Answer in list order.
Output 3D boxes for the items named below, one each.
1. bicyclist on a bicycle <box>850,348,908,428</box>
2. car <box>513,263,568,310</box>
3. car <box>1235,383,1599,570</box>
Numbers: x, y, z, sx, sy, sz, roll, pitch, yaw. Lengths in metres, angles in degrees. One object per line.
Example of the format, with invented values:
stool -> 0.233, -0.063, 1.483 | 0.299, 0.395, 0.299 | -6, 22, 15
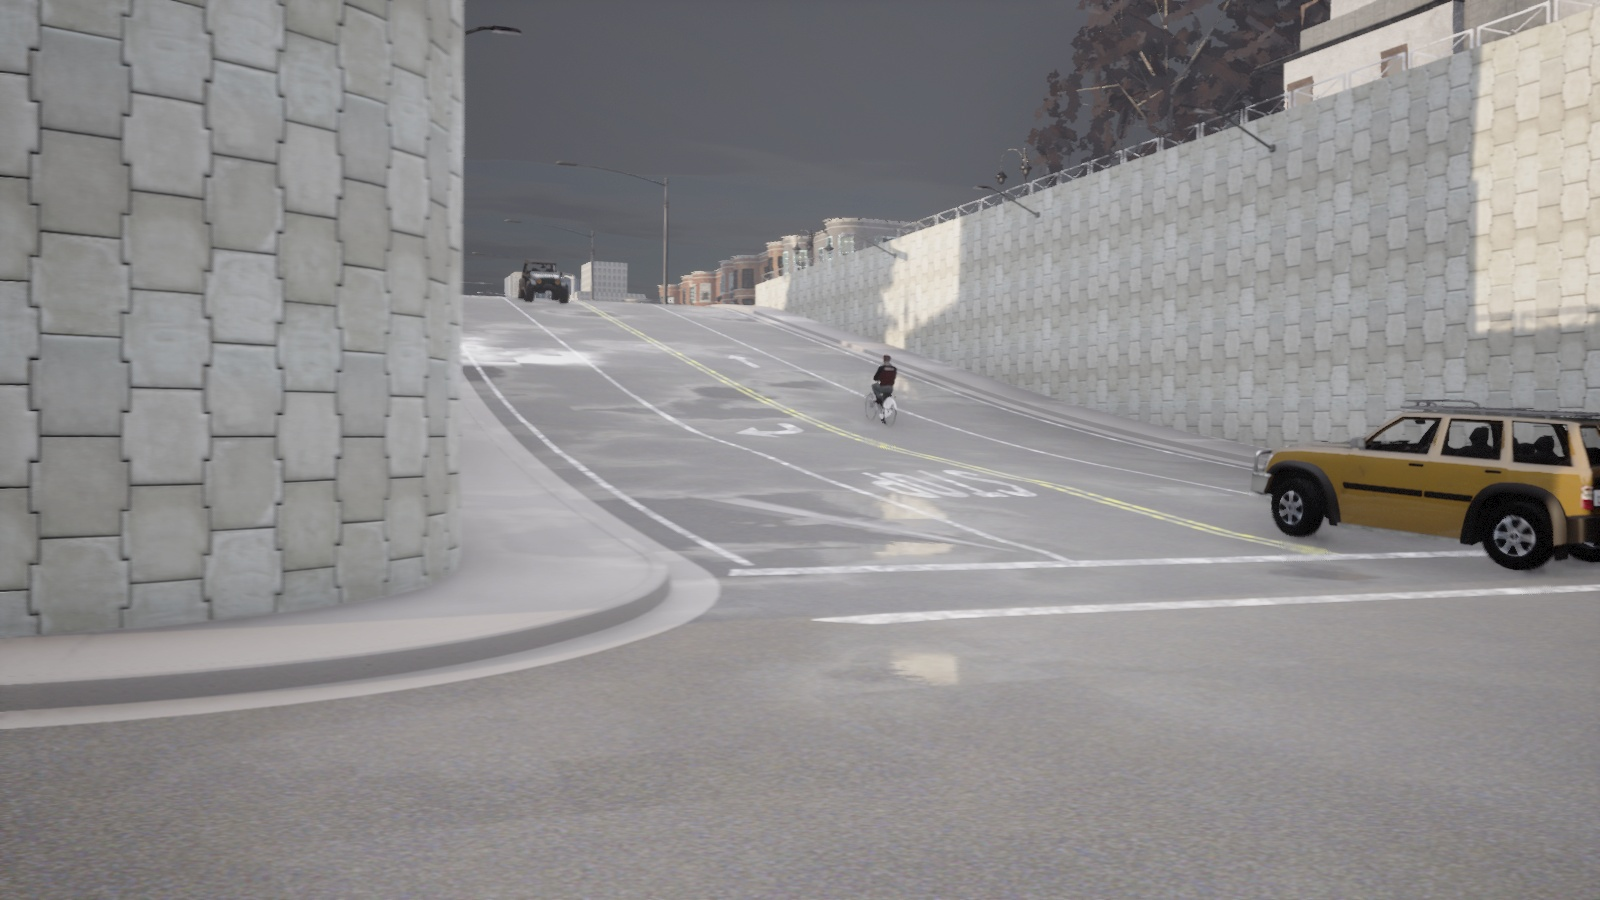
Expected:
bicyclist on a bicycle -> 1.946, -1.558, 31.161 | 0.659, 1.776, 1.843 | -1, 10, -21
car -> -12.023, -7.565, 58.000 | 1.905, 1.878, 3.866 | -1, 10, -21
car -> 7.950, 0.148, 15.565 | 1.932, 1.855, 4.605 | -3, 5, -32
